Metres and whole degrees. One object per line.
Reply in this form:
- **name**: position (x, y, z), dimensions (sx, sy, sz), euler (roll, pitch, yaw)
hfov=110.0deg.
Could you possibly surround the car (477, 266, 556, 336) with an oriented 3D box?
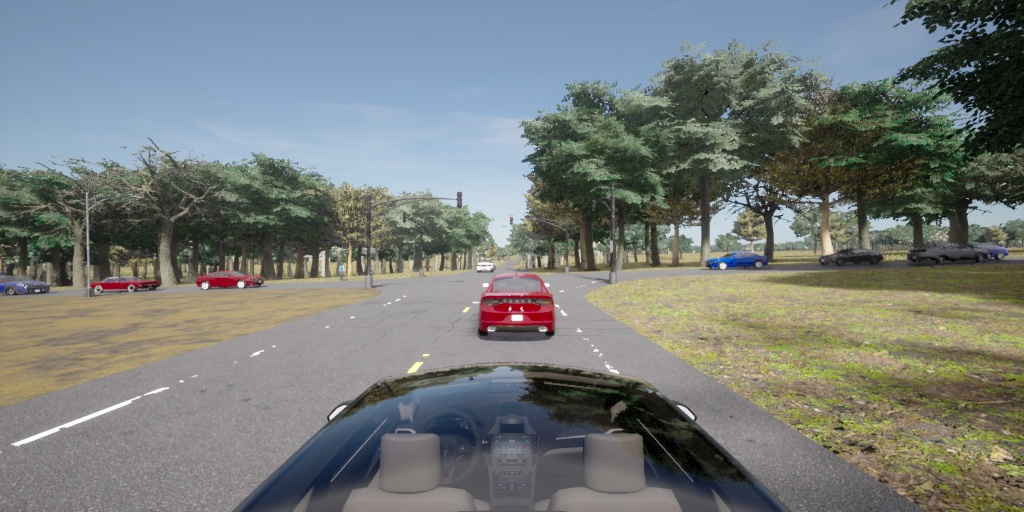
- **car**: position (0.127, 1.230, 10.484), dimensions (1.882, 1.535, 5.008), euler (0, 0, 0)

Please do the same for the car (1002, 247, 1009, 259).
- **car**: position (40.038, -0.336, 31.226), dimensions (4.674, 1.442, 1.812), euler (-2, -1, 2)

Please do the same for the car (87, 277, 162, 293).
- **car**: position (-33.048, 2.418, 30.675), dimensions (4.718, 1.301, 1.895), euler (-2, -1, 3)

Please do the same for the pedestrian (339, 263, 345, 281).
- **pedestrian**: position (-17.914, 1.669, 37.603), dimensions (0.375, 1.860, 0.375), euler (0, 1, 3)

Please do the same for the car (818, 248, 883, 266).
- **car**: position (29.861, 0.053, 31.673), dimensions (4.674, 1.442, 1.812), euler (-2, -1, 2)

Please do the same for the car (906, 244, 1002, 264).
- **car**: position (33.781, -0.171, 27.811), dimensions (4.902, 1.511, 2.128), euler (-2, -1, 2)

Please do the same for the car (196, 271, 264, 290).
- **car**: position (-23.690, 1.976, 30.255), dimensions (5.008, 1.535, 1.882), euler (-2, -1, 2)

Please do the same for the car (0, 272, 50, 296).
- **car**: position (-43.328, 2.503, 31.167), dimensions (4.553, 1.767, 2.097), euler (-2, -1, 3)

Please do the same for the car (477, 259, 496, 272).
- **car**: position (-3.924, 1.395, 53.047), dimensions (2.150, 2.045, 5.566), euler (0, -1, 1)

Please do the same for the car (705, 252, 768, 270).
- **car**: position (20.001, 0.394, 32.089), dimensions (5.008, 1.535, 1.882), euler (-2, -1, 2)

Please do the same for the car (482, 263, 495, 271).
- **car**: position (-4.090, 1.912, 62.998), dimensions (1.994, 1.385, 4.181), euler (0, -1, 0)
